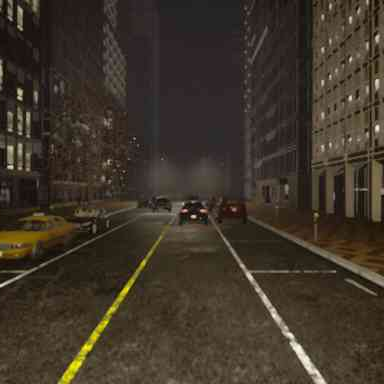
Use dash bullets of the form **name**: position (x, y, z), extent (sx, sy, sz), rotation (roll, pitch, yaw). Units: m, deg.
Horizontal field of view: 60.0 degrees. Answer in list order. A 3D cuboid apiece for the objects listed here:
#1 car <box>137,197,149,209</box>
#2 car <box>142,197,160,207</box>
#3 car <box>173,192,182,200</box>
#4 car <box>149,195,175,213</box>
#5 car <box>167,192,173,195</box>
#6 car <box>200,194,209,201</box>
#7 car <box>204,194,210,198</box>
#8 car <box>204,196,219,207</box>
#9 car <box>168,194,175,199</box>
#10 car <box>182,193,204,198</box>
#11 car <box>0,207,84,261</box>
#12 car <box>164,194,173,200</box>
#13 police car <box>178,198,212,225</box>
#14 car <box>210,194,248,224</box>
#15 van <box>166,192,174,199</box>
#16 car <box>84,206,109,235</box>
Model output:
- **car**: position (-5.672, 1.364, 40.733), extent (2.008, 1.369, 4.403), rotation (0, 0, 0)
- **car**: position (-5.671, 1.351, 46.426), extent (1.947, 1.339, 4.313), rotation (0, 0, 0)
- **car**: position (-2.972, 0.898, 76.535), extent (2.097, 1.767, 4.553), rotation (0, 0, 0)
- **car**: position (-3.084, 1.367, 35.125), extent (1.812, 1.442, 4.674), rotation (0, 0, 0)
- **car**: position (-5.663, 1.217, 69.194), extent (2.008, 1.369, 4.403), rotation (0, 0, 0)
- **car**: position (2.720, 1.202, 74.871), extent (1.947, 1.339, 4.313), rotation (0, 0, 0)
- **car**: position (2.707, 1.157, 35.025), extent (2.192, 1.841, 5.009), rotation (0, 0, 0)
- **car**: position (2.710, 1.310, 46.580), extent (1.752, 1.417, 4.829), rotation (0, 0, 0)
- **car**: position (-5.654, 1.123, 91.963), extent (1.802, 1.307, 4.206), rotation (0, 0, 0)
- **car**: position (0.116, 1.160, 42.202), extent (2.097, 1.767, 4.553), rotation (0, 0, 0)
- **car**: position (-5.683, 1.472, 12.101), extent (1.752, 1.417, 4.829), rotation (0, 0, 0)
- **car**: position (-5.658, 1.149, 80.579), extent (1.887, 1.381, 4.507), rotation (0, 0, 0)
- **police car**: position (0.108, 1.397, 23.506), extent (2.038, 1.542, 4.974), rotation (0, 0, 0)
- **car**: position (2.703, 1.210, 23.641), extent (2.192, 1.841, 5.009), rotation (0, 0, 0)
- **van**: position (-5.655, 0.914, 86.270), extent (1.690, 1.788, 3.998), rotation (0, 0, 0)
- **car**: position (-5.681, 1.471, 17.964), extent (2.008, 1.369, 4.403), rotation (0, 0, 0)
